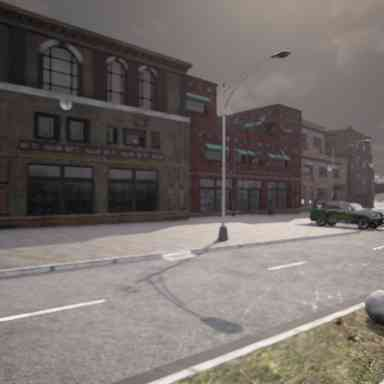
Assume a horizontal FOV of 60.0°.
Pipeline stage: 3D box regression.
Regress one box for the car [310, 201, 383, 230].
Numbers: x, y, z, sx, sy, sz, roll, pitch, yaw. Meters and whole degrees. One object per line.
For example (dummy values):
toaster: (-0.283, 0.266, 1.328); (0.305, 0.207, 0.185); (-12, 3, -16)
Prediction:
car: (12.249, 1.794, 26.521); (2.435, 2.045, 5.566); (2, -2, -41)
